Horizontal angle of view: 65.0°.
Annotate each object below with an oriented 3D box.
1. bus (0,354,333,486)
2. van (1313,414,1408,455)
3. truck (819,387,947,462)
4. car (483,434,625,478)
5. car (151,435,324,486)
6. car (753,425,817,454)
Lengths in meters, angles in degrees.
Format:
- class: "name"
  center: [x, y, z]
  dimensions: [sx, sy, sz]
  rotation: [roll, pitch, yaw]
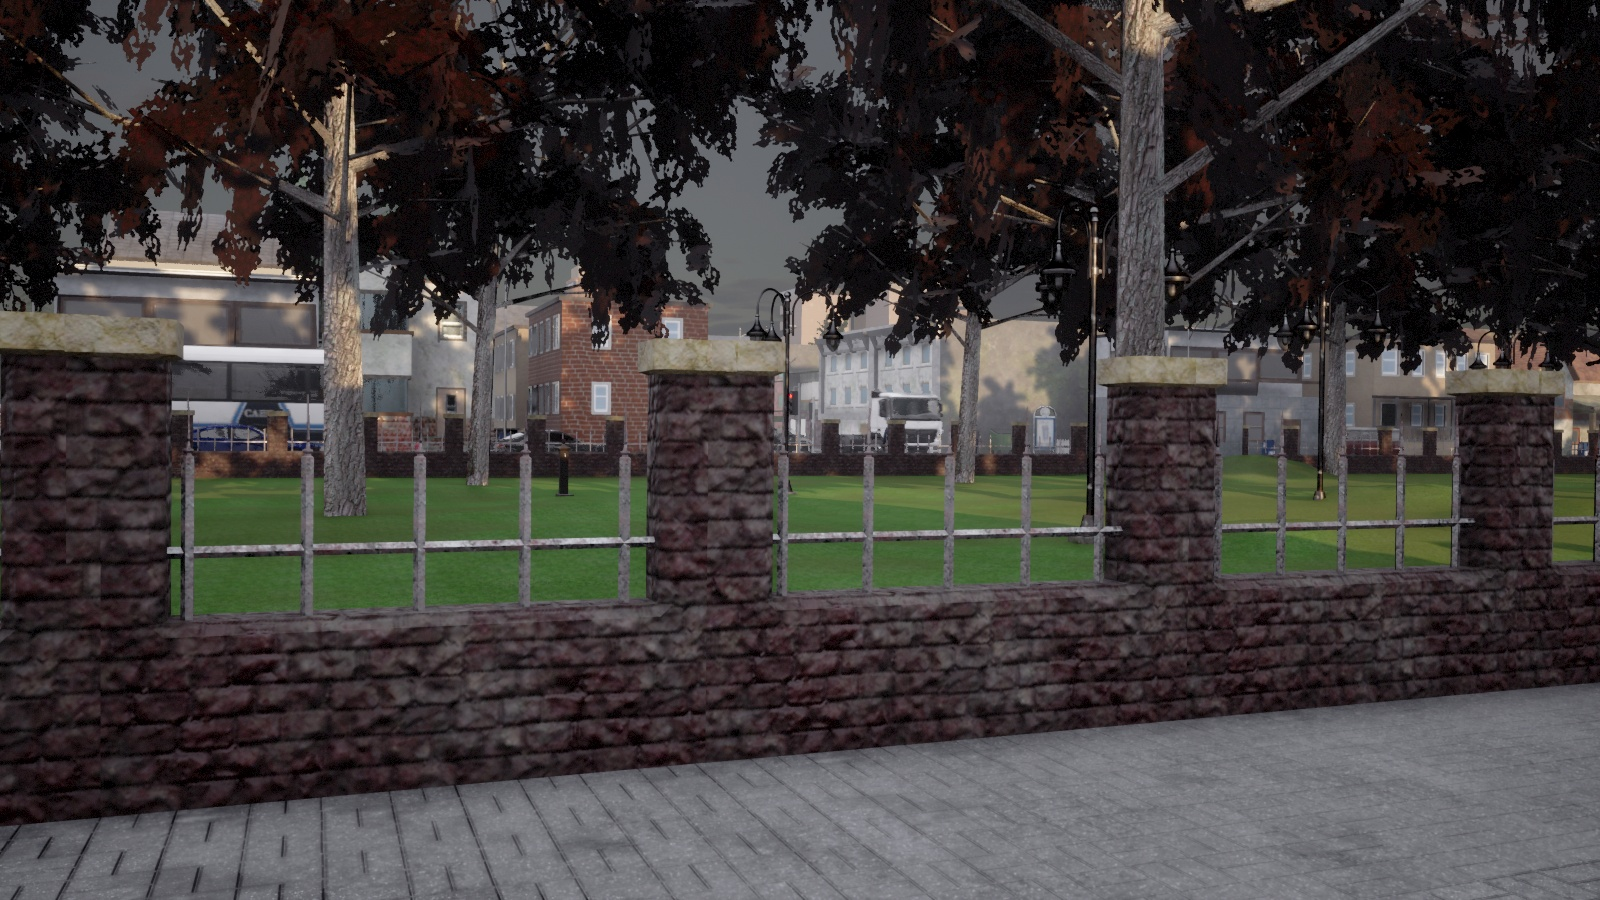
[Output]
- class: "bus"
  center: [-21.864, -1.056, 43.892]
  dimensions: [10.273, 4.253, 3.944]
  rotation: [-1, 1, -21]
- class: "van"
  center: [28.271, -0.785, 63.343]
  dimensions: [4.442, 1.987, 1.775]
  rotation: [-1, 1, -21]
- class: "truck"
  center: [3.973, -1.242, 62.419]
  dimensions: [2.891, 3.462, 7.936]
  rotation: [-1, 1, -24]
- class: "car"
  center: [-8.734, 0.192, 44.624]
  dimensions: [4.674, 1.442, 1.812]
  rotation: [-1, 1, -24]
- class: "car"
  center: [-18.238, 0.307, 40.900]
  dimensions: [5.008, 1.535, 1.882]
  rotation: [-1, 1, -24]
- class: "car"
  center: [-0.944, -0.630, 74.809]
  dimensions: [2.152, 1.651, 5.027]
  rotation: [-1, 1, -21]
